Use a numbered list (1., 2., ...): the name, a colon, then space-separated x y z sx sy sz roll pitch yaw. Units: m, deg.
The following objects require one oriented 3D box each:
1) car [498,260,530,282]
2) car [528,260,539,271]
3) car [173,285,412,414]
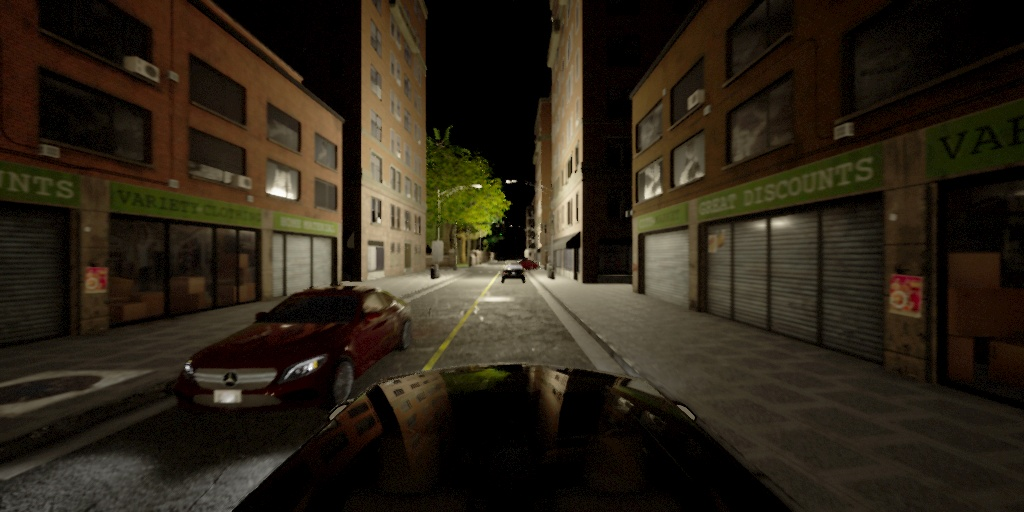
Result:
1. car: 0.098 1.261 28.182 2.033 1.411 5.357 0 0 0
2. car: 2.079 1.215 46.897 1.812 1.442 4.674 -1 0 22
3. car: -3.101 1.270 6.240 1.812 1.442 4.674 0 0 0
